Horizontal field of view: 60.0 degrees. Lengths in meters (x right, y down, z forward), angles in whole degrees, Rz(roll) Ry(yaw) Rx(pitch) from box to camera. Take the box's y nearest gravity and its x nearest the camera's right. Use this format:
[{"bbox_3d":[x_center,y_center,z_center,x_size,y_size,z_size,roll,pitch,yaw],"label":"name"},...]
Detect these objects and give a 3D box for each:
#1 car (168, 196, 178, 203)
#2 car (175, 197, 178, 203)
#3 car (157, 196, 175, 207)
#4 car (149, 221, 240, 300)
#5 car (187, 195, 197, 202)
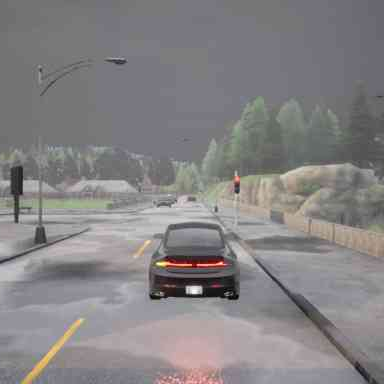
[{"bbox_3d":[-4.026,1.595,69.937,1.895,1.301,4.718,0,0,0],"label":"car"},{"bbox_3d":[-4.100,1.505,59.755,1.837,1.490,4.892,0,0,0],"label":"car"},{"bbox_3d":[-4.114,1.564,49.740,1.994,1.385,4.181,0,0,0],"label":"car"},{"bbox_3d":[0.058,1.505,8.375,1.837,1.490,4.892,0,0,0],"label":"car"},{"bbox_3d":[-0.027,1.324,70.993,1.882,1.535,5.008,0,0,0],"label":"car"}]
